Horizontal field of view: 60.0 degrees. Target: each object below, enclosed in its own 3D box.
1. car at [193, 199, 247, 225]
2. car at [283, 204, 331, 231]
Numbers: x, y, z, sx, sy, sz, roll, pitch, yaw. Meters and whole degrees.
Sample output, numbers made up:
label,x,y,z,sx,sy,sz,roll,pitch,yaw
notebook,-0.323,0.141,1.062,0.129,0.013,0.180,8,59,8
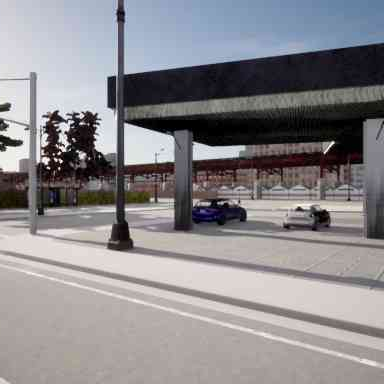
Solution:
label,x,y,z,sx,sy,sz,roll,pitch,yaw
car,1.993,1.295,23.020,2.242,1.667,4.611,0,0,37
car,7.074,1.456,20.232,1.970,1.475,3.806,0,0,37
